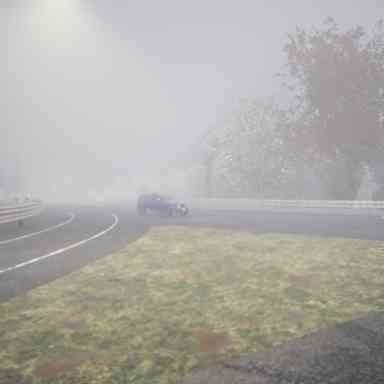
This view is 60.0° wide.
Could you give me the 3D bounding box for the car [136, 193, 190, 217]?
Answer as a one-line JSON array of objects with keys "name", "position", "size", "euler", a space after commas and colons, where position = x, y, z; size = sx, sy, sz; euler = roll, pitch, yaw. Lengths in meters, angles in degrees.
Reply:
[{"name": "car", "position": [-2.706, 1.109, 29.792], "size": [5.566, 2.045, 2.150], "euler": [0, 1, 43]}]
